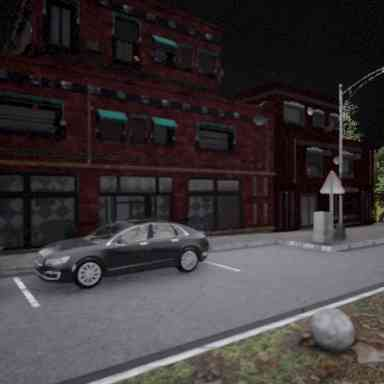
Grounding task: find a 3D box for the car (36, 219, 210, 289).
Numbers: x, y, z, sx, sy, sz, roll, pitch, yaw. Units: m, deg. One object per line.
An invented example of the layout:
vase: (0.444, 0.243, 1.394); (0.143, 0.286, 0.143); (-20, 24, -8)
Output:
car: (-1.716, 1.532, 9.395); (4.892, 1.521, 2.231); (1, 0, -36)
